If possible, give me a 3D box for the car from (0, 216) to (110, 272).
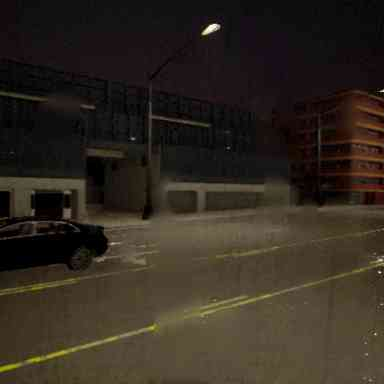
[{"bbox_3d":[-4.770,1.458,9.193,4.902,1.511,2.128,-1,0,-35],"label":"car"}]
